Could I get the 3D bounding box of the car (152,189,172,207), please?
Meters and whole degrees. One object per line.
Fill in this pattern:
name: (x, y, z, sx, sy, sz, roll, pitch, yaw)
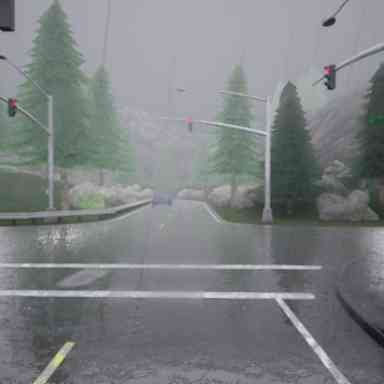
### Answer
car: (-3.607, 0.706, 41.125, 2.150, 2.045, 5.566, 0, 1, -1)
